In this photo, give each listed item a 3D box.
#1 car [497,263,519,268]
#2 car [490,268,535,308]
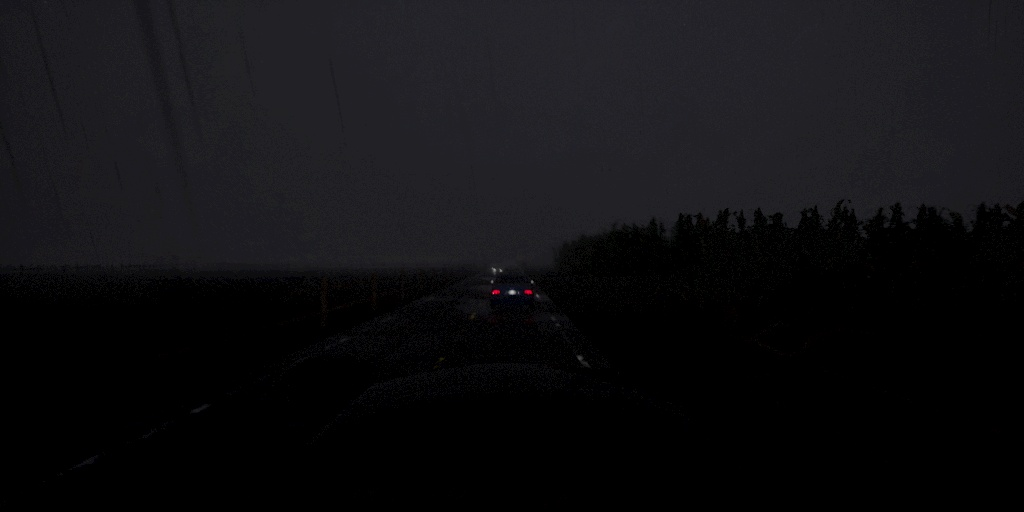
[{"bbox_3d":[0.020,1.576,31.139,1.994,1.385,4.181,0,0,0],"label":"car"},{"bbox_3d":[0.009,1.426,15.833,2.033,1.411,5.357,0,0,0],"label":"car"}]
